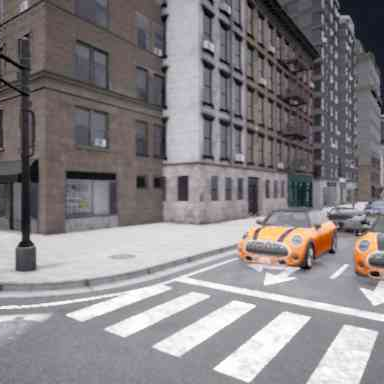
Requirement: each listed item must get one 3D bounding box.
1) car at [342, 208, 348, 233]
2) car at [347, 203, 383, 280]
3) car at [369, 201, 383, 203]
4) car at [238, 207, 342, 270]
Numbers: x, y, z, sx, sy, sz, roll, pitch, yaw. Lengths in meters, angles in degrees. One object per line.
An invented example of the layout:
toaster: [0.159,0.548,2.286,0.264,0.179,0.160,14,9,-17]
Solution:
car: [8.366,1.558,18.289,1.994,1.385,4.181,0,0,36]
car: [6.020,1.348,9.388,2.097,1.767,4.553,0,0,35]
car: [16.717,1.513,30.041,1.812,1.442,4.674,0,0,36]
car: [3.356,1.350,11.248,2.097,1.767,4.553,0,0,35]
